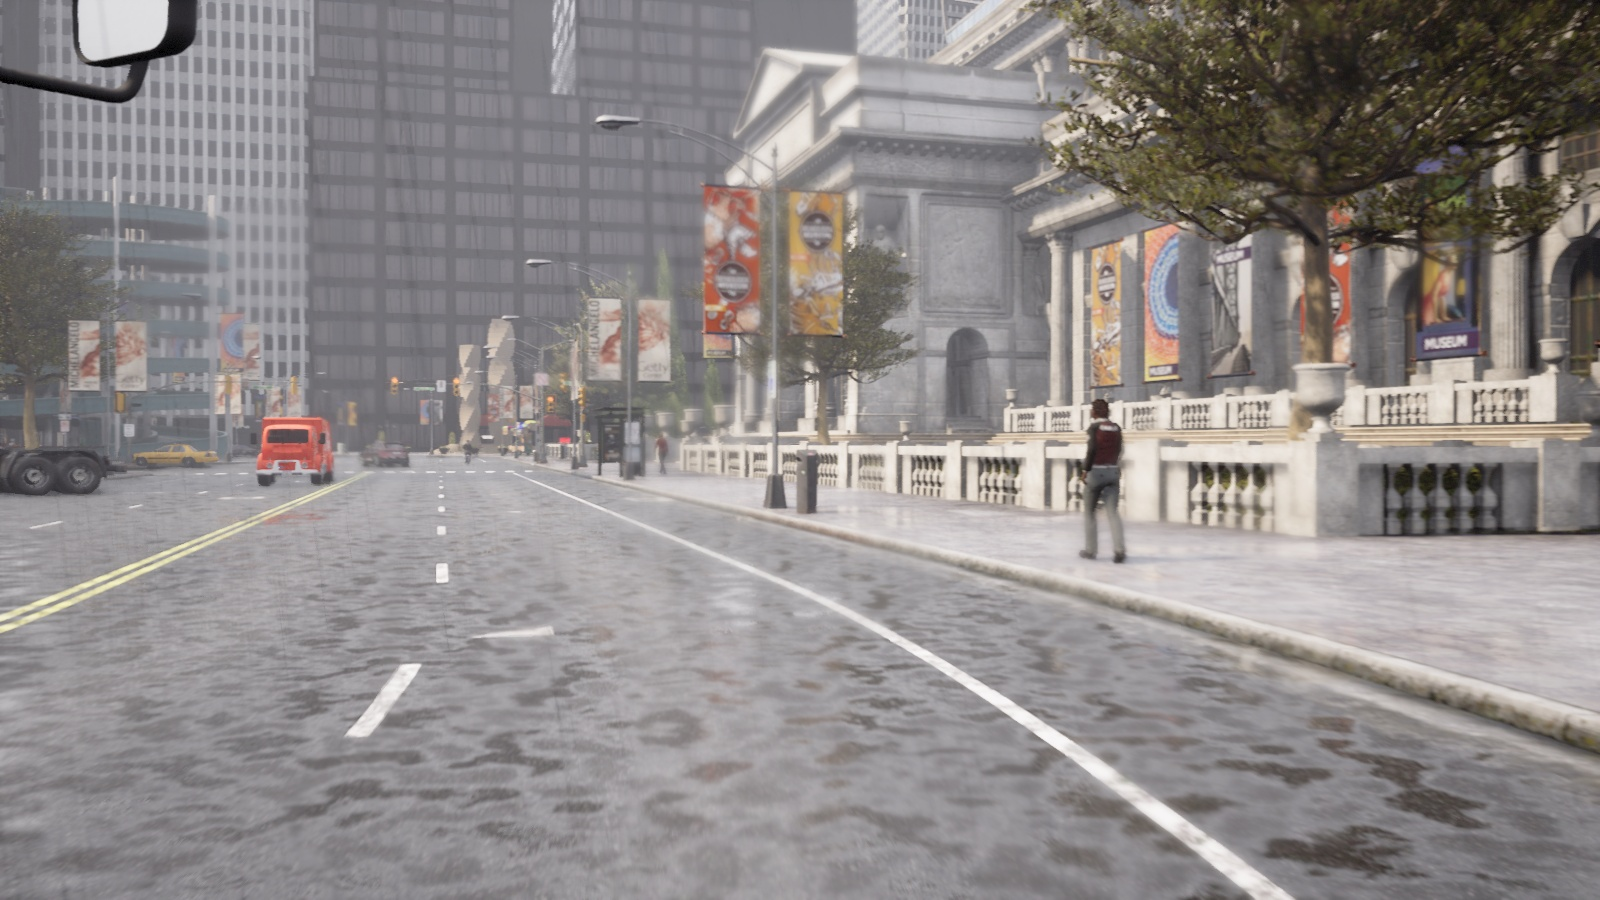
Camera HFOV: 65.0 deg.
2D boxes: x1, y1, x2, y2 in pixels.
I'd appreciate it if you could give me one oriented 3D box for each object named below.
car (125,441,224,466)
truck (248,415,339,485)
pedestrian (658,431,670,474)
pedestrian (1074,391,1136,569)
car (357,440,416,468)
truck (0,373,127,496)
[{"bbox_3d":[-40.019,0.232,80.447,5.366,1.575,1.801,0,0,-6],"label":"car"},{"bbox_3d":[-18.800,0.000,46.850,2.627,2.467,5.204,0,0,-16],"label":"truck"},{"bbox_3d":[-5.776,0.103,53.200,0.331,1.846,0.636,0,0,-23],"label":"pedestrian"},{"bbox_3d":[3.388,0.324,13.979,0.402,1.930,0.666,0,0,-13],"label":"pedestrian"},{"bbox_3d":[-26.000,0.232,78.873,2.033,1.649,4.856,0,0,-37],"label":"car"},{"bbox_3d":[-24.039,-0.439,35.964,7.936,3.462,2.891,0,1,-43],"label":"truck"}]
